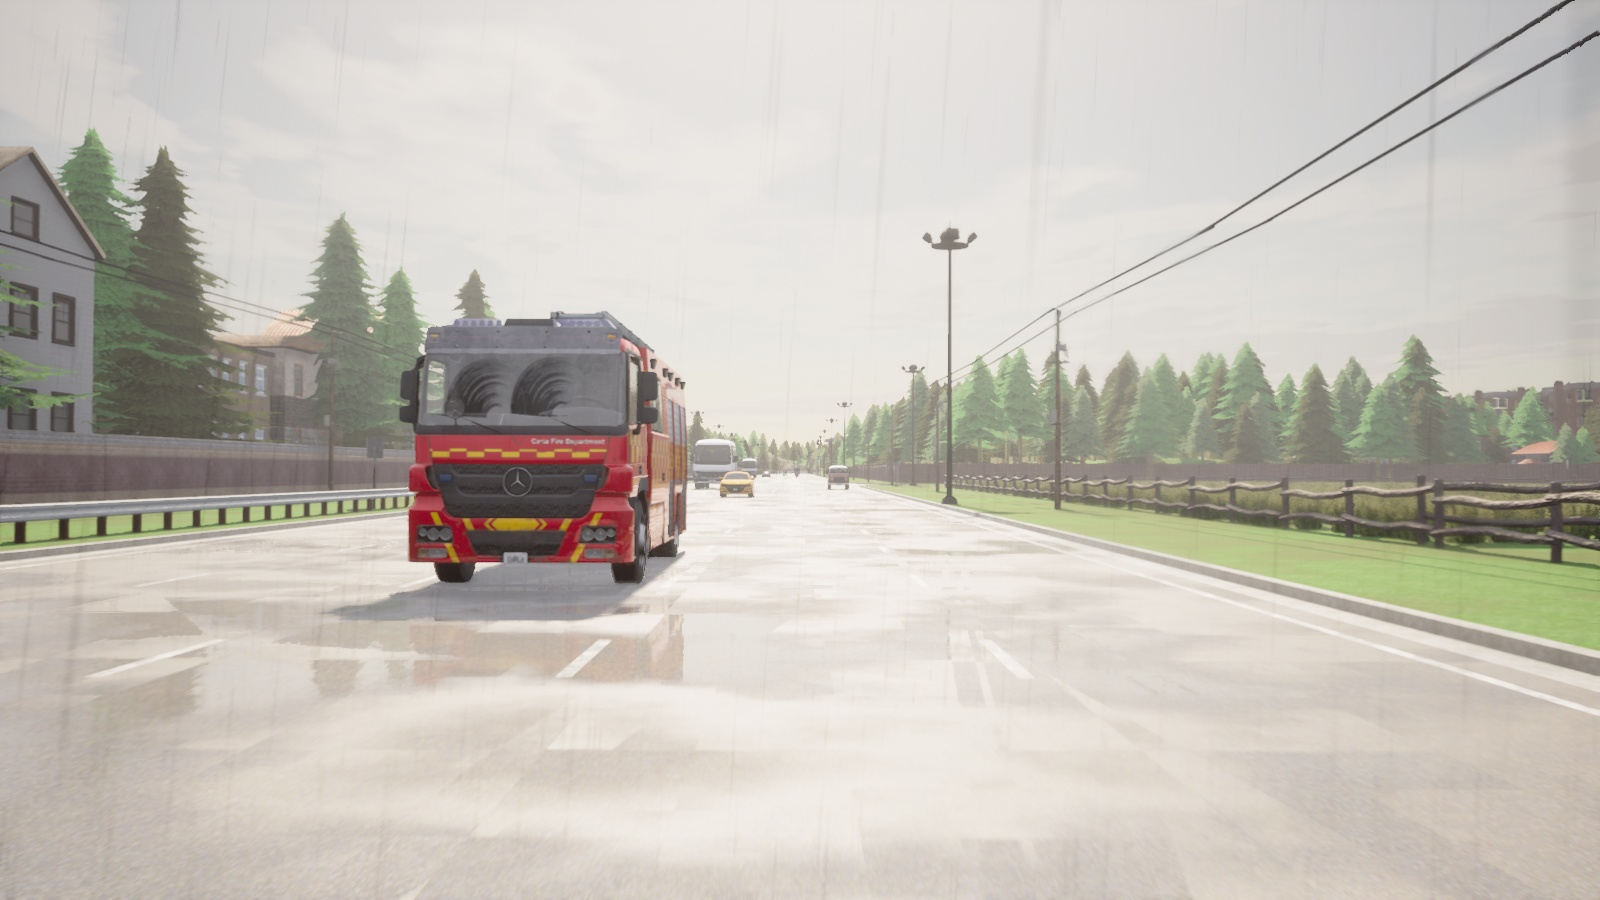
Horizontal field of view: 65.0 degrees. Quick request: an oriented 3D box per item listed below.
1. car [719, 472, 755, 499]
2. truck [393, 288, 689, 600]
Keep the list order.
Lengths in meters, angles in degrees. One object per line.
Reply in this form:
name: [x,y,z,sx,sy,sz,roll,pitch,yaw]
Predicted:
car: [-3.678,2.049,74.188,1.882,1.535,5.008,0,-1,0]
truck: [-3.552,-0.007,19.665,2.891,3.827,8.468,0,-1,0]
